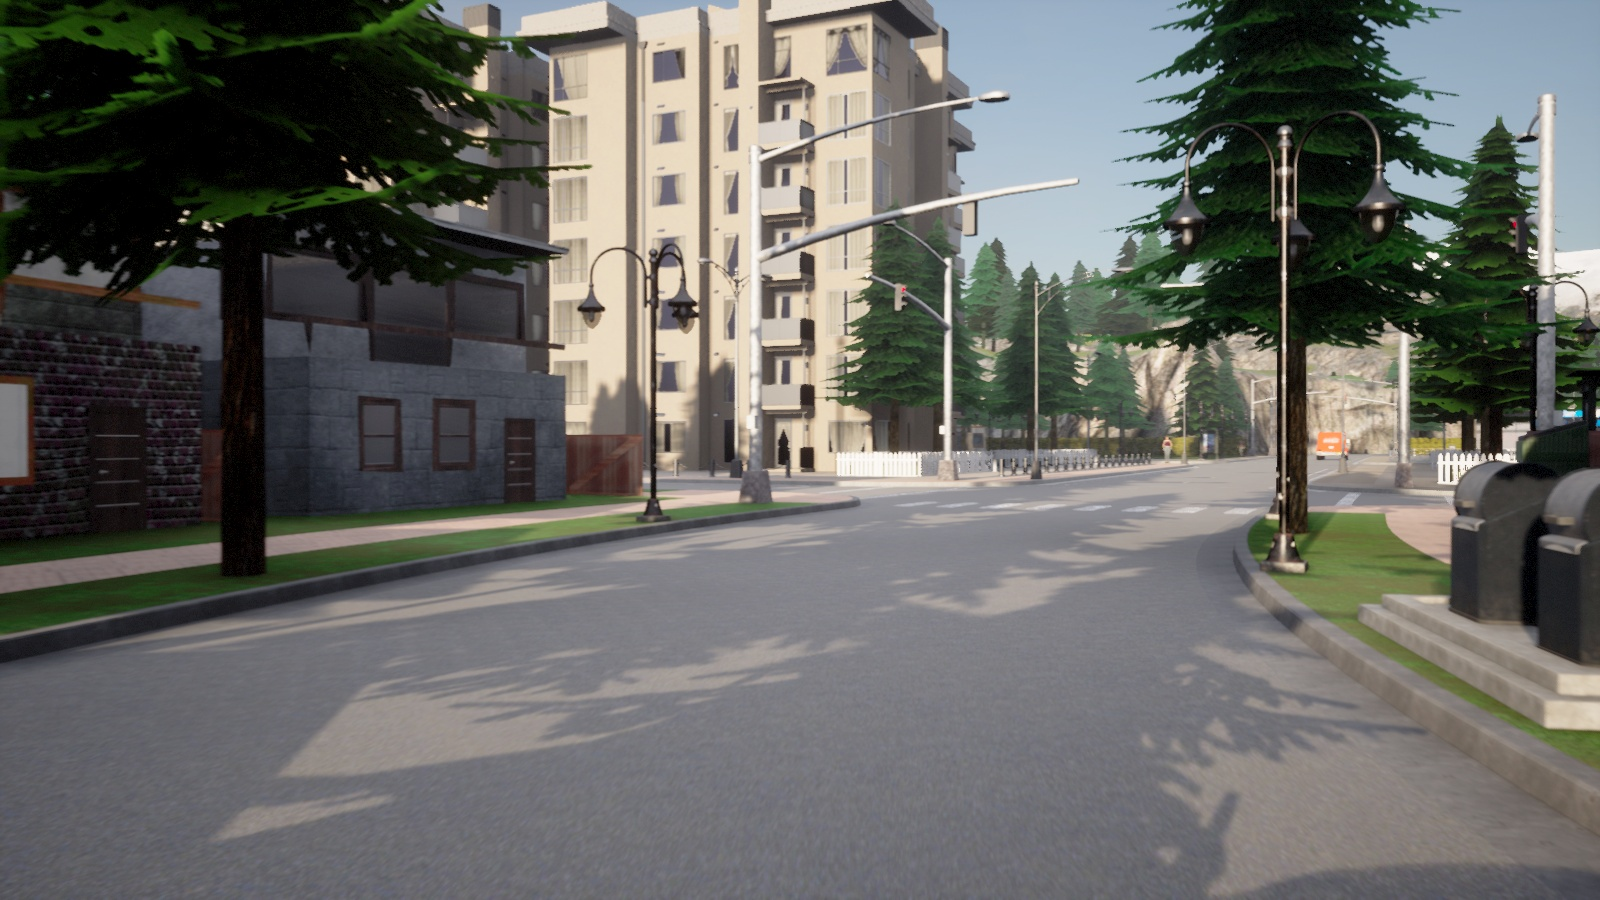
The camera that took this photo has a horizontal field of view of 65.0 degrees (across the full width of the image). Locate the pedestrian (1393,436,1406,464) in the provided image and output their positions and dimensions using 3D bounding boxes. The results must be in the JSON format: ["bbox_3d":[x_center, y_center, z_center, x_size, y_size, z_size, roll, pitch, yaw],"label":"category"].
[{"bbox_3d":[41.051,0.000,85.978,0.659,1.952,0.873,0,0,17],"label":"pedestrian"}]
